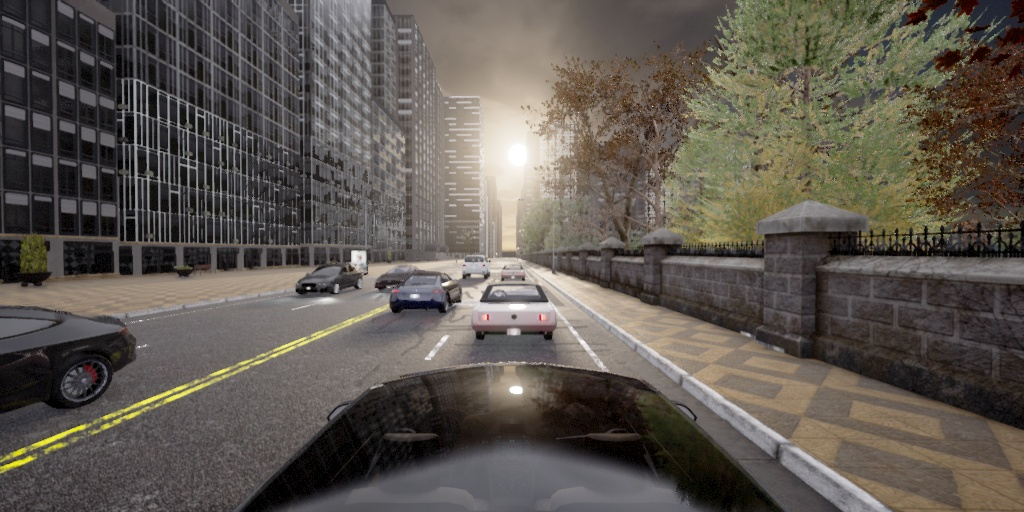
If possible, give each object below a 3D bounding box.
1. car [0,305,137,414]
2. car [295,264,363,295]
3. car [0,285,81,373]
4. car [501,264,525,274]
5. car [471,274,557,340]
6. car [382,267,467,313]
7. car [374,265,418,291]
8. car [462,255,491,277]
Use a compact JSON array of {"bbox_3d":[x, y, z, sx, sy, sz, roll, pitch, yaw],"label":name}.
[{"bbox_3d":[-6.567,1.275,3.481,1.812,1.442,4.674,0,0,0],"label":"car"},{"bbox_3d":[-9.849,1.236,19.732,1.837,1.490,4.892,0,2,0],"label":"car"},{"bbox_3d":[-9.815,1.295,4.635,2.033,1.411,5.357,0,0,1],"label":"car"},{"bbox_3d":[0.089,1.334,29.295,1.895,1.301,4.718,0,0,0],"label":"car"},{"bbox_3d":[0.061,1.344,9.921,1.895,1.301,4.718,0,0,0],"label":"car"},{"bbox_3d":[-3.164,1.304,13.918,1.994,1.385,4.181,0,0,2],"label":"car"},{"bbox_3d":[-6.597,1.283,21.908,2.033,1.411,5.357,0,0,0],"label":"car"},{"bbox_3d":[-3.147,0.953,32.203,2.150,2.045,5.566,0,0,0],"label":"car"}]
